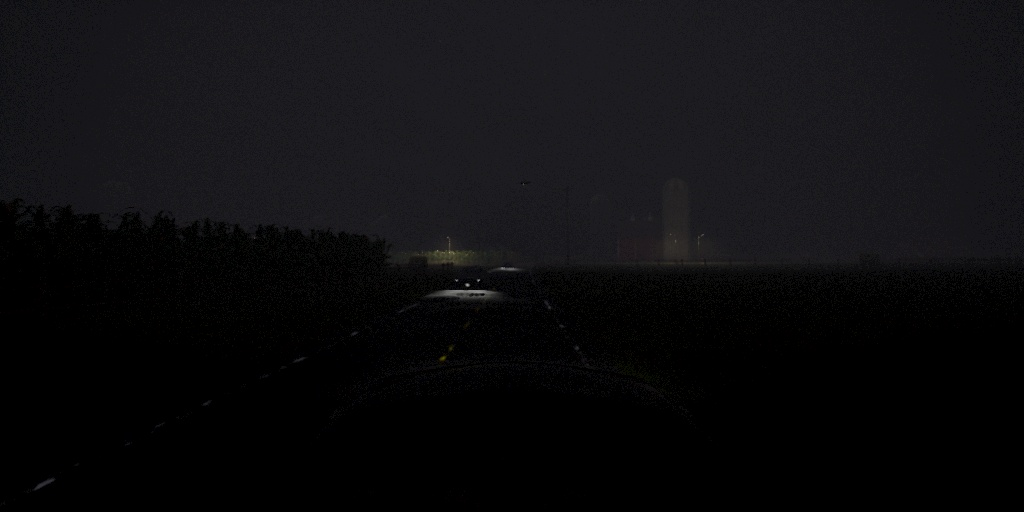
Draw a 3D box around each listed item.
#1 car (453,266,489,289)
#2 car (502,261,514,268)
[{"bbox_3d":[-2.574,1.347,23.835,2.033,1.411,5.357,0,0,1],"label":"car"},{"bbox_3d":[-0.695,1.492,65.027,1.895,1.301,4.718,0,0,4],"label":"car"}]
